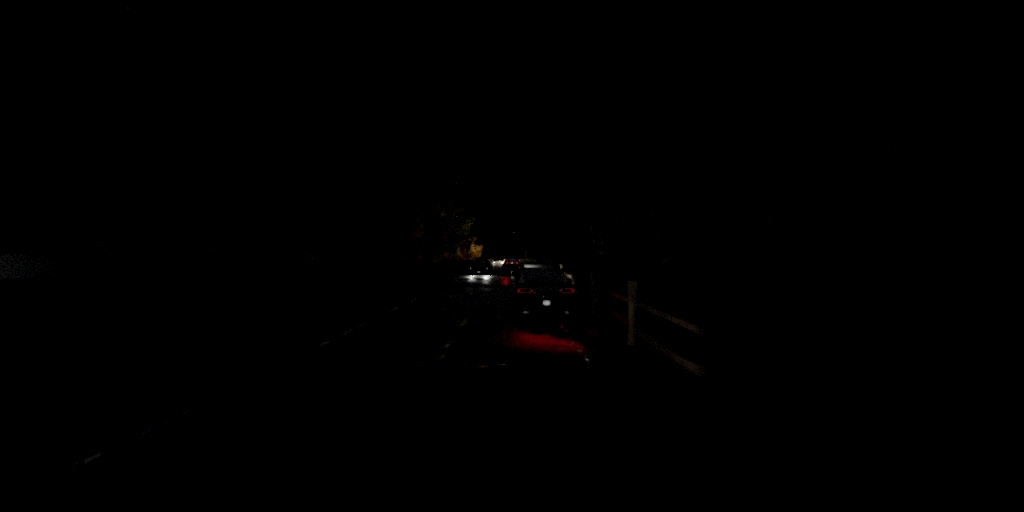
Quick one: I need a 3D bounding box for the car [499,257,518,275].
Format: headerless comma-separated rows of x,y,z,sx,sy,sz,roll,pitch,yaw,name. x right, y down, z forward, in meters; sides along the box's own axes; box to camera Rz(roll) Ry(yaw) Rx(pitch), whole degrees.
0.024,1.018,32.798,1.895,1.301,4.718,0,1,0,car

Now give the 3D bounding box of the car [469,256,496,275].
-2.842,0.959,33.371,2.033,1.411,5.357,0,1,0,car

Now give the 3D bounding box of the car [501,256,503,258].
0.046,0.831,45.398,2.033,1.411,5.357,0,1,1,car

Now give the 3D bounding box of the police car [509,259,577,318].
0.963,1.059,12.507,1.930,1.638,5.238,0,1,0,police car
